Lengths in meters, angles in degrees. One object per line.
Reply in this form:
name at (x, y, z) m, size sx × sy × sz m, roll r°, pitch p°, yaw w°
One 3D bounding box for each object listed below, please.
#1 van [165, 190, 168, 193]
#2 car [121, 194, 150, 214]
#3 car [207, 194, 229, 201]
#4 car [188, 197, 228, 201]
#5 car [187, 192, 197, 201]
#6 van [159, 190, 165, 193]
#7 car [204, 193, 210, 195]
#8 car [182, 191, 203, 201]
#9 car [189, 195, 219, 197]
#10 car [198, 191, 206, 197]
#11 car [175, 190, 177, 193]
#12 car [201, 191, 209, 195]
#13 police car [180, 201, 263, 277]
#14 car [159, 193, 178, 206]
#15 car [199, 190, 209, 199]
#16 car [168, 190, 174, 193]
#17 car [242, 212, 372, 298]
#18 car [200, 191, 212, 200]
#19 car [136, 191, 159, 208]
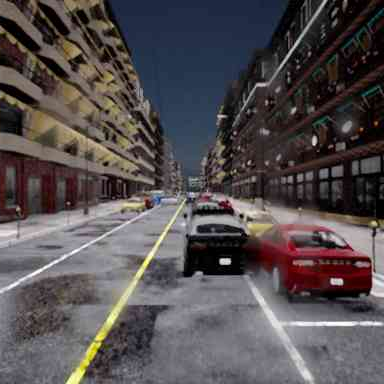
van at (-5.246, 0.722, 52.469) m, size 1.690 × 1.788 × 3.998 m, roll 1°, pitch 1°, yaw 0°
car at (-5.270, 1.153, 30.181) m, size 1.752 × 1.417 × 4.829 m, roll 2°, pitch 1°, yaw 0°
car at (2.610, 1.171, 30.281) m, size 1.887 × 1.381 × 4.507 m, roll 1°, pitch 1°, yaw 0°
car at (0.841, 1.254, 19.832) m, size 1.837 × 1.490 × 4.892 m, roll 0°, pitch 1°, yaw 0°
car at (0.052, 0.824, 60.547) m, size 1.812 × 1.442 × 4.674 m, roll 0°, pitch 1°, yaw 0°
van at (-5.250, 0.780, 46.938) m, size 1.690 × 1.788 × 3.998 m, roll 2°, pitch 1°, yaw 0°
car at (2.614, 1.113, 35.812) m, size 2.008 × 1.369 × 4.403 m, roll 1°, pitch 1°, yaw 0°
car at (0.046, 0.993, 46.262) m, size 2.033 × 1.411 × 5.357 m, roll 0°, pitch 1°, yaw 0°
car at (0.847, 1.204, 25.833) m, size 1.812 × 1.442 × 4.674 m, roll 0°, pitch 1°, yaw 0°
car at (2.625, 0.503, 85.588) m, size 1.967 × 1.590 × 4.097 m, roll 1°, pitch 0°, yaw 0°
car at (-5.228, 0.677, 80.124) m, size 1.947 × 1.339 × 4.313 m, roll 1°, pitch 1°, yaw 0°
car at (2.629, 0.926, 52.403) m, size 1.887 × 1.381 × 4.507 m, roll 1°, pitch 1°, yaw 0°
police car at (0.680, 1.296, 9.918) m, size 1.930 × 1.638 × 5.238 m, roll 0°, pitch 1°, yaw -1°
car at (-2.809, 1.098, 41.637) m, size 1.895 × 1.301 × 4.718 m, roll 0°, pitch 1°, yaw 0°
car at (2.619, 0.478, 74.523) m, size 2.192 × 1.841 × 5.009 m, roll 1°, pitch 1°, yaw 0°
car at (-5.236, 0.585, 63.529) m, size 2.192 × 1.841 × 5.009 m, roll 1°, pitch 1°, yaw 0°
car at (2.591, 1.438, 8.160) m, size 1.887 × 1.381 × 4.507 m, roll 1°, pitch 1°, yaw 0°
car at (2.649, 0.710, 63.463) m, size 1.967 × 1.590 × 4.097 m, roll 1°, pitch 1°, yaw 0°
car at (-5.259, 0.877, 35.879) m, size 2.192 × 1.841 × 5.009 m, roll 2°, pitch 1°, yaw 0°
